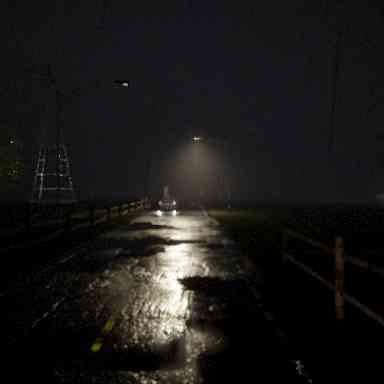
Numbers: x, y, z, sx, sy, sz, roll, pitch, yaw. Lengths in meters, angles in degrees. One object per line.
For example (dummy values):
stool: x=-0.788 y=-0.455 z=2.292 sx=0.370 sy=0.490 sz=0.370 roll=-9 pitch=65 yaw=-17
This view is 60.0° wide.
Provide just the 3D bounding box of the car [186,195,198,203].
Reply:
car: x=-0.048 y=1.255 z=60.536 sx=1.837 sy=1.490 sz=4.892 roll=0 pitch=0 yaw=0

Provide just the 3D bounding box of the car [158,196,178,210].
car: x=-2.781 y=1.233 z=39.191 sx=2.097 sy=1.767 sz=4.553 roll=0 pitch=0 yaw=0
